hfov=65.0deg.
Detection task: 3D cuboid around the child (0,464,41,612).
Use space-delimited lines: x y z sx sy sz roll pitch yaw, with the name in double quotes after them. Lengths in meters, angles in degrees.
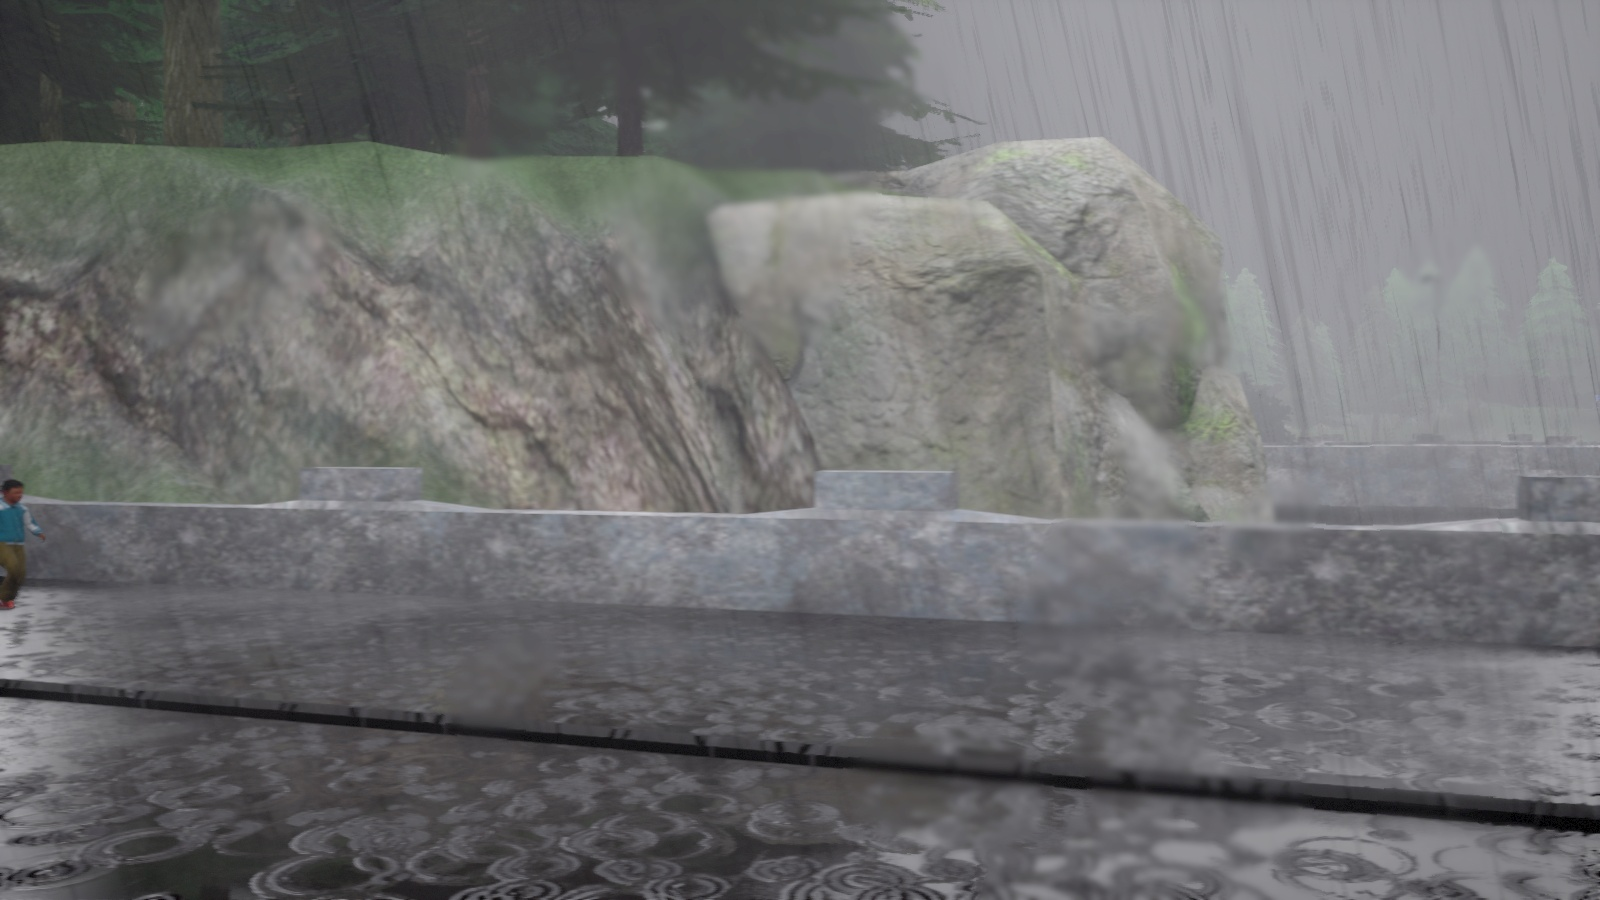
-6.662 0.724 10.484 0.448 1.192 0.343 1 1 20 "child"
